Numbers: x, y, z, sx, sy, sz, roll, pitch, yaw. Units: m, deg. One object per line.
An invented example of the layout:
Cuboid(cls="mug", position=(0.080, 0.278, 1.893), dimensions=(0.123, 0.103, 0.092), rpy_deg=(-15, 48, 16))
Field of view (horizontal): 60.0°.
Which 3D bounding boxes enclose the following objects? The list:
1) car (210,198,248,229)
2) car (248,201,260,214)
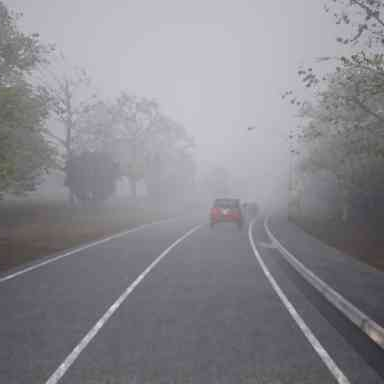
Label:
Cuboid(cls="car", position=(2.668, 1.444, 24.162), dimensions=(2.150, 2.045, 5.566), rpy_deg=(1, 0, 11))
Cuboid(cls="car", position=(7.321, 1.918, 41.545), dimensions=(2.128, 1.511, 4.902), rpy_deg=(2, 0, 18))
